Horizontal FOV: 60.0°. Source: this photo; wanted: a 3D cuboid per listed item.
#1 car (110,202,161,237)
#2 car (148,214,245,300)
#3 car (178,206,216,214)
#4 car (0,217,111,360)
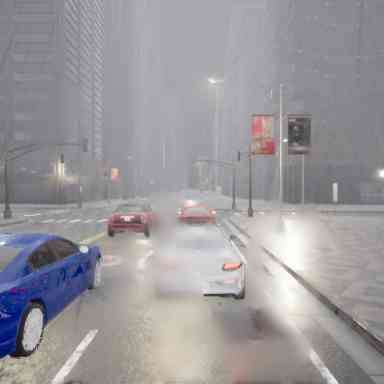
[{"bbox_3d":[-3.002,1.336,18.106,2.097,1.767,4.553,0,0,3],"label":"car"},{"bbox_3d":[0.178,1.519,8.265,1.812,1.442,4.674,0,0,0],"label":"car"},{"bbox_3d":[0.253,1.461,17.594,1.882,1.535,5.008,0,0,0],"label":"car"},{"bbox_3d":[-3.100,1.473,6.008,1.882,1.535,5.008,0,0,0],"label":"car"}]
